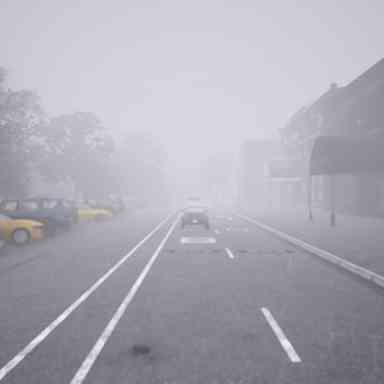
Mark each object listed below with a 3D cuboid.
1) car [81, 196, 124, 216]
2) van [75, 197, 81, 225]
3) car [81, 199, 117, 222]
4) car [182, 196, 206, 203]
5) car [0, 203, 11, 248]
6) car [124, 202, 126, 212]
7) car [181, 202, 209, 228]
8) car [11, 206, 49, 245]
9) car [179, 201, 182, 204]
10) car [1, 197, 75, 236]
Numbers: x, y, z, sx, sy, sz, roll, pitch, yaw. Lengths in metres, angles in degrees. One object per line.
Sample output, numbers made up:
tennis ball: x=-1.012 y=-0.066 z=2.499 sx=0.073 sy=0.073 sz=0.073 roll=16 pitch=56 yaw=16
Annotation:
car: x=-9.308 y=1.414 z=29.821 sx=5.566 sy=2.045 sz=2.435 roll=-1 pitch=-1 yaw=-20
van: x=-9.476 y=1.402 z=20.881 sx=4.442 sy=1.987 sz=1.878 roll=-1 pitch=0 yaw=-20
car: x=-9.178 y=1.648 z=26.922 sx=5.366 sy=1.575 sz=1.946 roll=-1 pitch=-1 yaw=-20
car: x=0.318 y=1.452 z=41.316 sx=2.150 sy=2.045 sz=5.566 roll=0 pitch=0 yaw=2
car: x=-9.435 y=1.452 z=12.035 sx=4.553 sy=1.767 sz=2.185 roll=-1 pitch=-1 yaw=-20
car: x=-9.343 y=1.426 z=32.749 sx=5.566 sy=2.045 sz=2.435 roll=-1 pitch=0 yaw=-20
car: x=0.187 y=1.679 z=23.239 sx=1.812 sy=1.442 sz=4.674 roll=0 pitch=0 yaw=0
car: x=-9.401 y=1.595 z=15.009 sx=5.008 sy=1.535 sz=2.097 roll=-1 pitch=-1 yaw=-20
car: x=-2.152 y=2.865 z=84.325 sx=1.812 sy=1.442 sz=4.674 roll=0 pitch=-2 yaw=5
car: x=-9.412 y=1.361 z=17.955 sx=5.566 sy=2.045 sz=2.435 roll=-1 pitch=0 yaw=-20
